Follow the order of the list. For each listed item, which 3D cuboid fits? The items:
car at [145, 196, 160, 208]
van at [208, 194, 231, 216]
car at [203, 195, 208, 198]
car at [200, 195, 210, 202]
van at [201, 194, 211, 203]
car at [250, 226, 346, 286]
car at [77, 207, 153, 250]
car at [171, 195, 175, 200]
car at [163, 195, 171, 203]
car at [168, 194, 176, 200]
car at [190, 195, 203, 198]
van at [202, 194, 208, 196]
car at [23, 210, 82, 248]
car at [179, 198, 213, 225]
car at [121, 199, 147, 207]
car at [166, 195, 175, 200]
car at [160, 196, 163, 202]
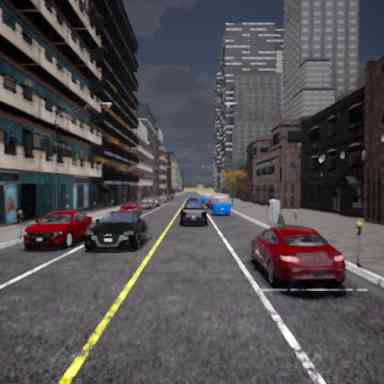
[{"bbox_3d":[-5.680,1.478,42.563,2.008,1.369,4.403,-1,0,0],"label":"car"},{"bbox_3d":[2.690,1.289,31.440,1.690,1.788,3.998,-1,0,0],"label":"van"},{"bbox_3d":[2.701,1.472,42.601,1.887,1.381,4.507,-1,0,0],"label":"car"},{"bbox_3d":[2.716,1.428,70.502,1.947,1.339,4.313,-1,0,0],"label":"car"},{"bbox_3d":[2.709,1.218,64.921,1.690,1.788,3.998,-1,0,0],"label":"van"},{"bbox_3d":[2.683,1.568,9.120,1.802,1.307,4.206,-1,0,0],"label":"car"},{"bbox_3d":[-3.020,1.543,14.018,1.994,1.385,4.181,0,0,1],"label":"car"},{"bbox_3d":[-5.662,1.393,76.045,1.887,1.381,4.507,-1,0,0],"label":"car"},{"bbox_3d":[-5.668,1.428,64.884,2.008,1.369,4.403,-1,0,0],"label":"car"},{"bbox_3d":[-5.652,1.367,92.788,1.947,1.339,4.313,-1,0,0],"label":"car"},{"bbox_3d":[0.123,1.406,42.028,1.882,1.535,5.008,0,0,0],"label":"car"},{"bbox_3d":[2.703,1.245,53.761,1.690,1.788,3.998,-1,0,0],"label":"van"},{"bbox_3d":[-5.695,1.522,14.660,1.887,1.381,4.507,-1,0,0],"label":"car"},{"bbox_3d":[0.115,1.452,24.099,2.128,1.511,4.902,0,0,0],"label":"car"},{"bbox_3d":[-5.685,1.530,31.401,1.802,1.307,4.206,-1,0,0],"label":"car"},{"bbox_3d":[-5.655,1.384,87.207,1.947,1.339,4.313,-1,0,0],"label":"car"},{"bbox_3d":[-5.678,1.356,48.143,1.967,1.590,4.097,-1,0,0],"label":"car"}]
